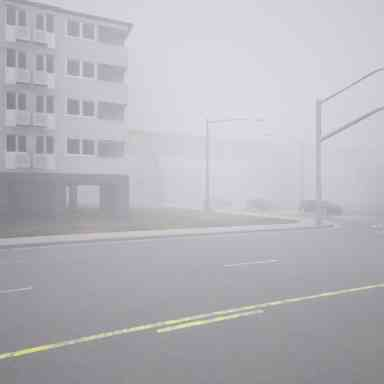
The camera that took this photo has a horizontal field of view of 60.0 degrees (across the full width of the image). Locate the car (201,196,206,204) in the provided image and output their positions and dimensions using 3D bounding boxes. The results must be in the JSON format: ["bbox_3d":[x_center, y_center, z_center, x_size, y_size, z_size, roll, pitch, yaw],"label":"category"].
[{"bbox_3d":[2.728,1.505,61.448,1.837,1.490,4.892,0,0,3],"label":"car"}]

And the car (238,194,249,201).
[{"bbox_3d":[11.407,1.540,75.339,2.033,1.411,5.357,0,0,41],"label":"car"}]

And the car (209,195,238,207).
[{"bbox_3d":[4.677,1.505,51.310,1.837,1.490,4.892,0,0,-21],"label":"car"}]

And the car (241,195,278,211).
[{"bbox_3d":[8.803,1.491,42.015,2.128,1.511,4.902,0,0,-25],"label":"car"}]

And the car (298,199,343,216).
[{"bbox_3d":[12.834,1.505,33.440,1.837,1.490,4.892,0,0,-25],"label":"car"}]
